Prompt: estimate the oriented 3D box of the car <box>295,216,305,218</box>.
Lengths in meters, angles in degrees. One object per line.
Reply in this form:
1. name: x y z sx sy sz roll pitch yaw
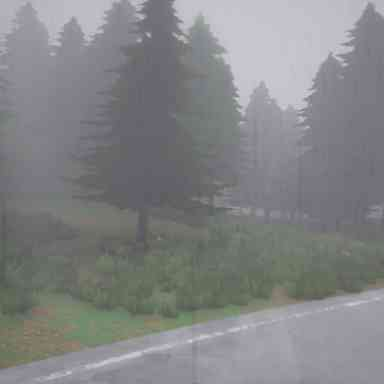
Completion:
1. car: 19.372 4.993 59.047 5.357 1.411 2.033 -5 -8 41
